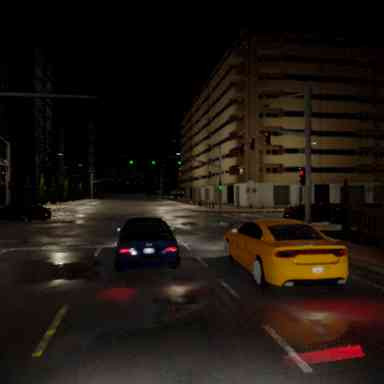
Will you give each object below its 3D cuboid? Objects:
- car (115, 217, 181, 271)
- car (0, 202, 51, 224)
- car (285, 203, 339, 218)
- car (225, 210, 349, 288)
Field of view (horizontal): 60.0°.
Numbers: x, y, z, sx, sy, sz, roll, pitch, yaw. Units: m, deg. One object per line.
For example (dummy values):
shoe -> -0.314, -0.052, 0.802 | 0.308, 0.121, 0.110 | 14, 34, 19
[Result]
car -> -1.499, 1.550, 10.973 | 2.033, 1.411, 5.357 | 0, 0, -9
car -> -13.148, 1.527, 25.098 | 5.008, 1.535, 1.882 | 0, -1, 14
car -> 9.003, 1.496, 23.545 | 5.008, 1.535, 1.882 | 0, -1, -14
car -> 2.280, 1.467, 9.324 | 1.882, 1.535, 5.008 | 0, 0, -7
